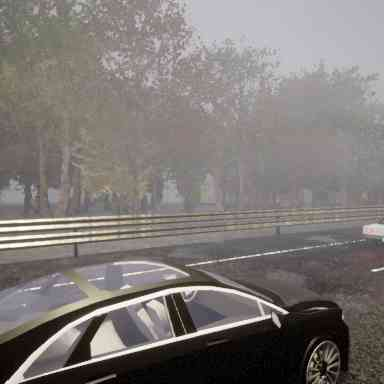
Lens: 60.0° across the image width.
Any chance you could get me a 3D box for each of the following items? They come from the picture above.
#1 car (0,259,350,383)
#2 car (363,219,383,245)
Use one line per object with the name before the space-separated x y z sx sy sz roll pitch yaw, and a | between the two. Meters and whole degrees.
car | -0.322 1.490 3.422 4.902 1.511 2.128 0 0 -35
car | 9.404 1.581 14.024 4.718 1.301 1.895 0 0 -32
